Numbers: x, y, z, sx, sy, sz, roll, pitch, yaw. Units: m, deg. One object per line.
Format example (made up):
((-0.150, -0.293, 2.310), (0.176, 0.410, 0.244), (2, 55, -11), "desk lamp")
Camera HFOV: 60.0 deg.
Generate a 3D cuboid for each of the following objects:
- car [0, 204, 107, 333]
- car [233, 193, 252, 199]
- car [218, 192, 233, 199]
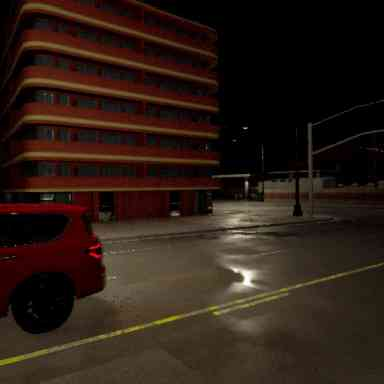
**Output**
((-4.199, 1.243, 5.300), (5.566, 2.045, 2.150), (0, 0, -35), "car")
((12.890, 1.061, 81.963), (3.806, 1.475, 1.970), (-1, 1, -35), "car")
((8.918, 0.930, 86.185), (4.611, 1.667, 2.242), (-1, 1, -35), "car")
